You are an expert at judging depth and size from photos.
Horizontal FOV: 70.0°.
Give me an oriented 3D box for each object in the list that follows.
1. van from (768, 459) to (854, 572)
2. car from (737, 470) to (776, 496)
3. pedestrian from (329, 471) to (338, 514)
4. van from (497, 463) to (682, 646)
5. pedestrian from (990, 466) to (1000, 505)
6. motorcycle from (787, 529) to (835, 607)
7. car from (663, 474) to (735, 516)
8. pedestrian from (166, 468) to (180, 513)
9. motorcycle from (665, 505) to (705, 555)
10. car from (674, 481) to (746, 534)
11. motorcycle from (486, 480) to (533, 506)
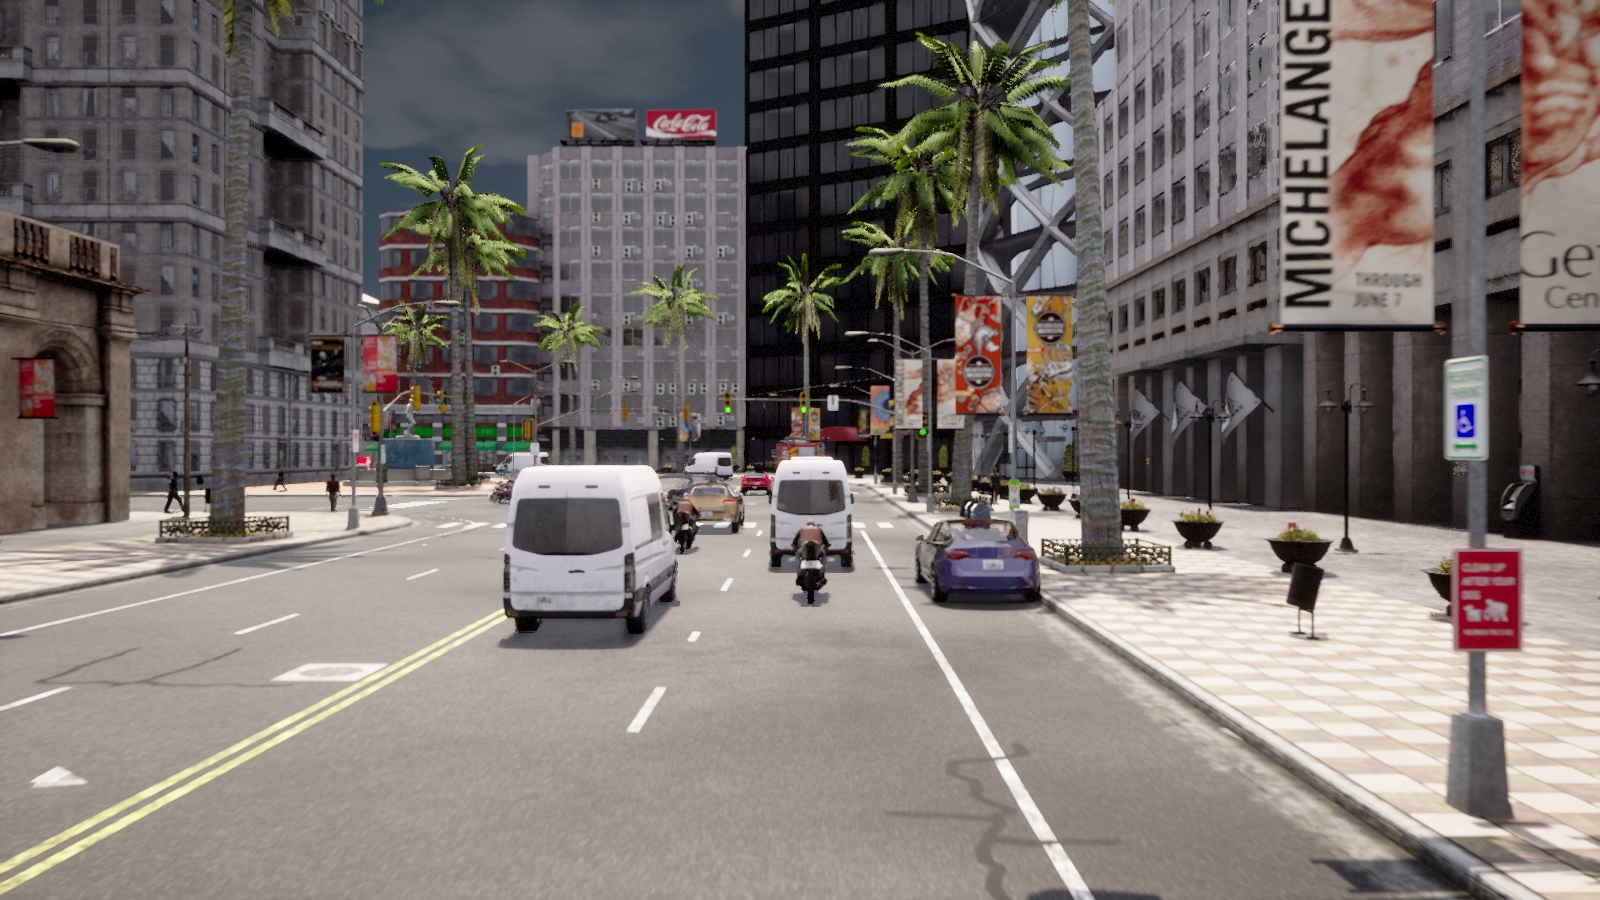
[{"bbox_3d":[0.289,1.534,29.407,1.988,2.561,5.915,0,0,1],"label":"van"},{"bbox_3d":[-2.737,2.061,72.636,2.231,1.480,4.892,0,0,1],"label":"car"},{"bbox_3d":[-20.458,1.849,50.083,0.375,1.860,0.375,0,0,-23],"label":"pedestrian"},{"bbox_3d":[-3.324,1.534,19.344,1.988,2.561,5.915,0,0,1],"label":"van"},{"bbox_3d":[9.429,1.696,55.238,0.375,1.860,0.375,0,0,-4],"label":"pedestrian"},{"bbox_3d":[0.209,2.205,21.730,0.867,1.251,2.209,0,0,1],"label":"motorcycle"},{"bbox_3d":[-4.595,1.967,51.244,2.242,1.667,4.611,0,0,-18],"label":"car"},{"bbox_3d":[-26.071,1.696,47.526,0.375,1.860,0.375,0,0,3],"label":"pedestrian"},{"bbox_3d":[-3.181,2.205,31.900,0.867,1.251,2.209,0,0,1],"label":"motorcycle"},{"bbox_3d":[-3.109,1.992,40.621,2.152,1.651,5.027,0,0,0],"label":"car"},{"bbox_3d":[-14.996,2.205,59.003,2.209,1.251,0.867,0,1,16],"label":"motorcycle"}]
